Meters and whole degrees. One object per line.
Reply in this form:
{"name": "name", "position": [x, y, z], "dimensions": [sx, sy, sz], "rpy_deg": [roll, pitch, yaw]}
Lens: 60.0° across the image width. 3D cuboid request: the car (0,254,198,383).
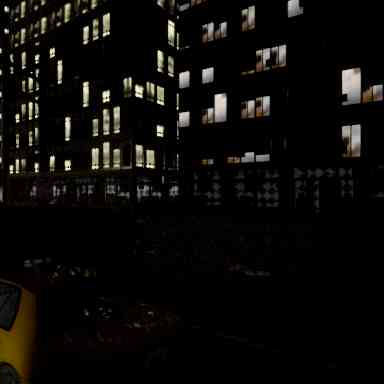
{"name": "car", "position": [-2.217, 1.525, 4.451], "dimensions": [4.829, 1.417, 1.752], "rpy_deg": [0, 0, 35]}
